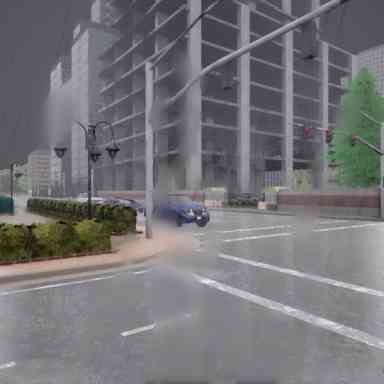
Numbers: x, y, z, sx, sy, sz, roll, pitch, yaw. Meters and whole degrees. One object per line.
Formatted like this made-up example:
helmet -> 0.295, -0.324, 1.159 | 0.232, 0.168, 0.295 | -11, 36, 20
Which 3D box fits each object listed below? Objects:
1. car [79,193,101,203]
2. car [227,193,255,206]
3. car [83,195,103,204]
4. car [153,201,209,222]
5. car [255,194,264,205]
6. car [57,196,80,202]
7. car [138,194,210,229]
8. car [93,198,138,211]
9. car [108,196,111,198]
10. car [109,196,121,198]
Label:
car -> -13.738, 1.168, 44.989 | 2.150, 2.045, 5.566 | 0, 0, -36
car -> 7.080, 1.114, 50.644 | 1.905, 1.878, 3.866 | 0, 0, -36
car -> -19.461, 1.436, 65.094 | 2.128, 1.511, 4.902 | 0, 0, -36
car -> -1.053, 1.492, 27.503 | 2.033, 1.411, 5.357 | 0, 0, -36
car -> 9.469, 1.114, 52.359 | 1.905, 1.878, 3.866 | 0, 0, -36
car -> -16.333, 1.470, 42.613 | 1.812, 1.442, 4.674 | 0, 0, -36
car -> -1.154, 1.166, 21.707 | 2.150, 2.045, 5.566 | 0, 0, -35
car -> -6.828, 1.508, 29.473 | 1.994, 1.385, 4.181 | 0, 0, -37
car -> -13.356, 1.436, 56.684 | 2.128, 1.511, 4.902 | 0, 0, -36
car -> -6.917, 1.470, 35.596 | 1.812, 1.442, 4.674 | 0, 0, -36
